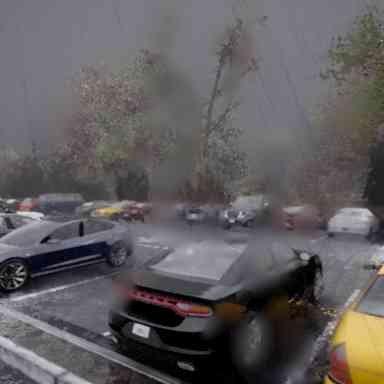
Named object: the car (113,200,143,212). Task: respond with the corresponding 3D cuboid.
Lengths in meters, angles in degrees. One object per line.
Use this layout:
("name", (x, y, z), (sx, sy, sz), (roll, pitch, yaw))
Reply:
("car", (-3.077, 1.419, 24.732), (2.097, 1.535, 5.008), (0, 0, 35))

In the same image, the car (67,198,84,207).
("car", (-7.611, 1.448, 27.970), (2.002, 1.452, 4.674), (0, 0, 36))

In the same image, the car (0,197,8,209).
("car", (-25.734, 1.426, 40.923), (2.097, 1.535, 5.008), (0, 0, 36))

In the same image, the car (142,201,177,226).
("car", (-0.823, 1.454, 23.096), (2.163, 1.488, 4.792), (0, 0, 35))

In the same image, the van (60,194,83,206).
("van", (-12.077, 1.172, 31.304), (1.878, 1.987, 4.442), (0, 0, 36))

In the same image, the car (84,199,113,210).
("car", (-5.450, 1.411, 26.204), (1.946, 1.575, 5.366), (0, 0, 36))

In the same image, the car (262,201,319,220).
("car", (5.994, 1.447, 18.266), (2.097, 1.535, 5.008), (0, 0, 35))

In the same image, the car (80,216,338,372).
("car", (0.838, 1.457, 5.879), (2.097, 1.535, 5.008), (0, 0, 35))

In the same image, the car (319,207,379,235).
("car", (8.162, 1.497, 16.724), (2.002, 1.452, 4.674), (0, 0, 35))

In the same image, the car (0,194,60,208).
("car", (-8.272, 1.173, 12.415), (2.435, 2.045, 5.566), (0, 0, 35))

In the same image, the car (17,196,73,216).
("car", (-14.425, 1.270, 32.800), (2.185, 1.767, 4.553), (0, 0, 36))

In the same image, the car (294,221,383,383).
("car", (3.229, 1.467, 4.409), (1.946, 1.575, 5.366), (0, 0, 35))

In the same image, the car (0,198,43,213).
("car", (-18.935, 1.438, 36.066), (2.002, 1.452, 4.674), (0, 0, 36))

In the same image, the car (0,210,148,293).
("car", (-3.742, 1.467, 9.115), (2.163, 1.488, 4.792), (0, 0, 35))

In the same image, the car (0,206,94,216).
("car", (-6.006, 1.431, 10.759), (2.231, 1.521, 4.892), (0, 0, 36))

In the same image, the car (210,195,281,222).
("car", (3.712, 1.186, 19.865), (2.435, 2.045, 5.566), (0, 0, 35))

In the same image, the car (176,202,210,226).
("car", (1.479, 1.460, 21.527), (2.163, 1.488, 4.792), (0, 0, 36))

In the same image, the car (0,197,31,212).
("car", (-21.200, 1.403, 37.691), (2.097, 1.535, 5.008), (0, 0, 36))
